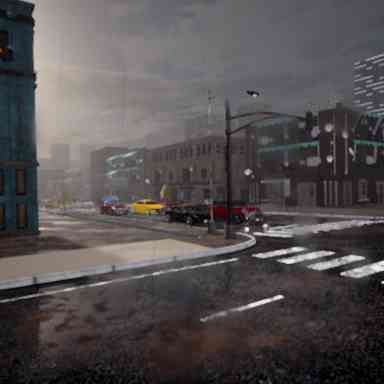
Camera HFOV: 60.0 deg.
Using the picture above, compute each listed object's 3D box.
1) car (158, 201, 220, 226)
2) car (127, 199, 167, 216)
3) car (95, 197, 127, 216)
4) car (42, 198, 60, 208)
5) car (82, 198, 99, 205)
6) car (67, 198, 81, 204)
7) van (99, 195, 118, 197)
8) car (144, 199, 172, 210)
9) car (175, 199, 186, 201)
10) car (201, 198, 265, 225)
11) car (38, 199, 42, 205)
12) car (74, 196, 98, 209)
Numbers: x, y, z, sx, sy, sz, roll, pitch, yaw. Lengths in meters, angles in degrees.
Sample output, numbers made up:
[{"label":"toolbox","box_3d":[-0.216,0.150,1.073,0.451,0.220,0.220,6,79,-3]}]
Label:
[{"label":"car","box_3d":[-0.336,1.589,23.808,1.947,1.339,4.313,-3,1,-35]},{"label":"car","box_3d":[-4.526,1.554,34.429,1.882,1.535,5.008,-2,1,-35]},{"label":"car","box_3d":[-8.260,1.617,35.202,1.967,1.590,4.097,-3,1,-35]},{"label":"car","box_3d":[-24.151,2.000,57.652,1.752,1.417,4.829,-3,1,-35]},{"label":"car","box_3d":[-20.611,1.855,67.152,1.887,1.381,4.507,-3,1,-35]},{"label":"car","box_3d":[-27.008,1.990,76.188,1.947,1.339,4.313,-3,1,-35]},{"label":"van","box_3d":[-14.222,1.535,58.115,1.690,1.788,3.998,-3,1,-35]},{"label":"car","box_3d":[-4.617,1.596,44.565,1.802,1.307,4.206,-3,1,-35]},{"label":"car","box_3d":[-1.420,1.535,40.048,1.802,1.307,4.206,-3,1,-35]},{"label":"car","box_3d":[3.003,1.280,23.846,2.097,1.767,4.553,-2,0,-36]},{"label":"car","box_3d":[-30.646,2.142,66.827,2.008,1.369,4.403,-3,1,-35]},{"label":"car","box_3d":[-16.691,1.832,51.759,1.812,1.442,4.674,-2,0,-35]}]
